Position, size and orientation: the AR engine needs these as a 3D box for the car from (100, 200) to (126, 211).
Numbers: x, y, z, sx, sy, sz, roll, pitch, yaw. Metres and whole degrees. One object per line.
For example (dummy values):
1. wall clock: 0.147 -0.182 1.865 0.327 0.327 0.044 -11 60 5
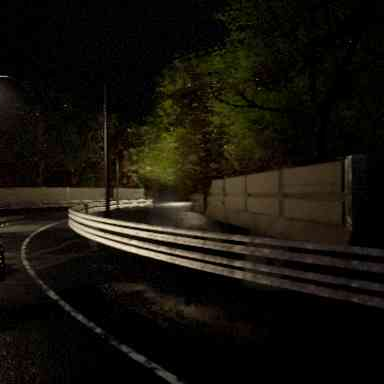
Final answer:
1. car: -10.555 1.748 44.557 1.994 1.385 4.181 -1 0 15

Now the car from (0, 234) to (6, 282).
1. car: -6.316 1.633 9.316 2.033 1.411 5.357 -1 0 -32
